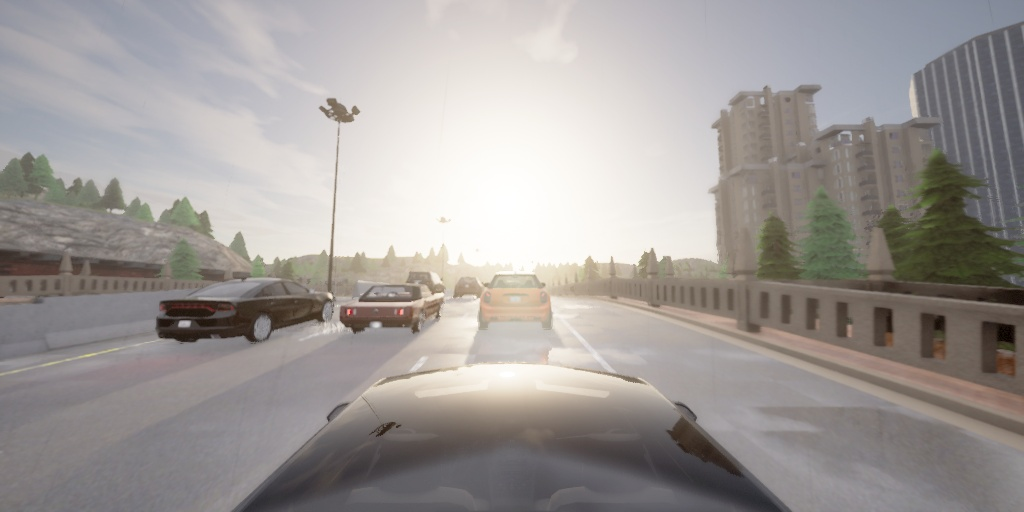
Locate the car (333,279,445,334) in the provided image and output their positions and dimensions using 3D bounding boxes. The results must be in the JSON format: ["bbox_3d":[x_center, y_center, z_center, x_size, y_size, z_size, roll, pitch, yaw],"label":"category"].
[{"bbox_3d":[-3.404,1.515,11.218,1.895,1.301,4.718,0,-2,0],"label":"car"}]

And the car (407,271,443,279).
[{"bbox_3d":[-6.911,2.342,28.882,2.150,2.045,5.566,0,-6,0],"label":"car"}]

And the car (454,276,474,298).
[{"bbox_3d":[-3.411,2.523,29.359,2.097,1.767,4.553,0,-6,0],"label":"car"}]

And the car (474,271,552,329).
[{"bbox_3d":[0.095,1.297,12.034,2.097,1.767,4.553,0,-2,0],"label":"car"}]

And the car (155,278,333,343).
[{"bbox_3d":[-6.904,1.354,10.037,1.882,1.535,5.008,0,-2,0],"label":"car"}]
